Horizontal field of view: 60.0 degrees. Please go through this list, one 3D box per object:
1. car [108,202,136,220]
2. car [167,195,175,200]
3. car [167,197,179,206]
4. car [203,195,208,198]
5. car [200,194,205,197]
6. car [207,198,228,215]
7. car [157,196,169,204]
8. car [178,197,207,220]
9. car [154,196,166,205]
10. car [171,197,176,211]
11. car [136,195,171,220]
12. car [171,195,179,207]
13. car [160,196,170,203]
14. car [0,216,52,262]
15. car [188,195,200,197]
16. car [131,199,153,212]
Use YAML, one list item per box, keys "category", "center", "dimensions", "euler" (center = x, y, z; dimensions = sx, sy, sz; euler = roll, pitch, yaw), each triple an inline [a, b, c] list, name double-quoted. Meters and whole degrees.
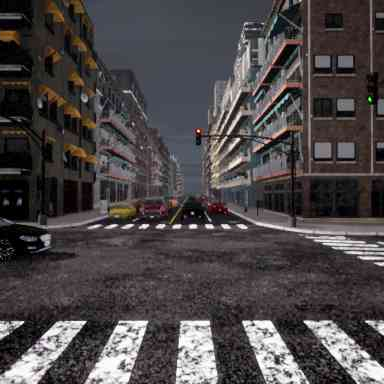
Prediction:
- category: "car"
  center: [-5.754, 1.532, 27.818]
  dimensions: [1.752, 1.417, 4.829]
  euler: [1, 0, 0]
- category: "car"
  center: [-5.926, 1.587, 94.268]
  dimensions: [2.008, 1.369, 4.403]
  euler: [1, 0, 0]
- category: "car"
  center: [-3.209, 1.617, 57.209]
  dimensions: [1.895, 1.301, 4.718]
  euler: [0, 0, 0]
- category: "car"
  center: [2.598, 1.450, 39.042]
  dimensions: [1.967, 1.590, 4.097]
  euler: [1, 0, 0]
- category: "car"
  center: [2.789, 1.380, 81.831]
  dimensions: [2.097, 1.767, 4.553]
  euler: [0, 0, 0]
- category: "car"
  center: [2.611, 1.553, 33.518]
  dimensions: [1.887, 1.381, 4.507]
  euler: [1, 0, 0]
- category: "car"
  center: [-5.856, 1.572, 66.652]
  dimensions: [2.008, 1.369, 4.403]
  euler: [1, 0, 0]
- category: "car"
  center: [0.055, 1.484, 28.444]
  dimensions: [1.882, 1.535, 5.008]
  euler: [0, 0, 0]
- category: "car"
  center: [-5.841, 1.544, 60.958]
  dimensions: [1.752, 1.417, 4.829]
  euler: [1, 0, 0]
- category: "car"
  center: [-3.198, 1.557, 37.561]
  dimensions: [2.033, 1.411, 5.357]
  euler: [0, 0, 0]
- category: "car"
  center: [-3.147, 1.359, 28.069]
  dimensions: [2.097, 1.767, 4.553]
  euler: [0, 0, -1]
- category: "car"
  center: [-3.213, 1.365, 47.350]
  dimensions: [2.097, 1.767, 4.553]
  euler: [0, 0, 0]
- category: "car"
  center: [-5.870, 1.568, 72.175]
  dimensions: [1.887, 1.381, 4.507]
  euler: [1, 0, 0]
- category: "car"
  center: [-7.455, 1.464, 11.507]
  dimensions: [4.902, 1.511, 2.128]
  euler: [1, 0, -1]
- category: "car"
  center: [-0.055, 1.523, 59.888]
  dimensions: [1.837, 1.490, 4.892]
  euler: [0, 0, 0]
- category: "car"
  center: [-5.784, 1.555, 39.034]
  dimensions: [1.887, 1.381, 4.507]
  euler: [1, 0, 0]
